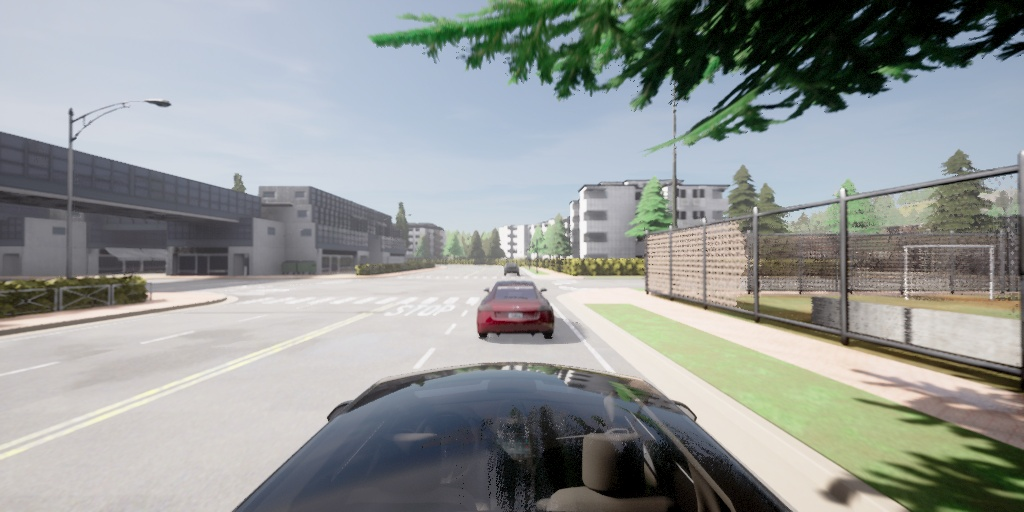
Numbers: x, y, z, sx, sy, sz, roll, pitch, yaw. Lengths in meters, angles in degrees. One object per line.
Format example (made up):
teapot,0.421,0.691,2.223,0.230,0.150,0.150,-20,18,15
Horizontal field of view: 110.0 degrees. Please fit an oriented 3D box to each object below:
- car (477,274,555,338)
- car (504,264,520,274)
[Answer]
car,0.097,1.400,10.504,1.994,1.385,4.181,0,-1,0
car,-0.039,1.675,44.274,1.837,1.490,4.892,0,0,0
